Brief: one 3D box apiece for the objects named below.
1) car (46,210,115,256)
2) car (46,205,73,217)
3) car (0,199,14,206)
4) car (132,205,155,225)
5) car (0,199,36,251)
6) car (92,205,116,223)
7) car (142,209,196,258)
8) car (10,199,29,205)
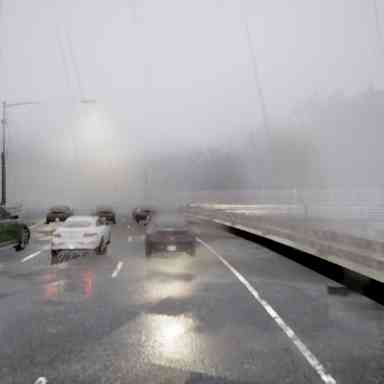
[{"bbox_3d":[-4.544,1.718,14.053,1.812,1.442,4.674,0,0,-7],"label":"car"},{"bbox_3d":[-11.024,1.896,27.972,1.837,1.490,4.892,0,0,-16],"label":"car"},{"bbox_3d":[-46.103,2.574,81.848,4.902,1.511,2.128,-1,-1,37],"label":"car"},{"bbox_3d":[-4.212,1.890,29.573,1.837,1.490,4.892,0,0,-16],"label":"car"},{"bbox_3d":[-7.798,1.402,11.939,2.150,2.045,5.566,0,0,-7],"label":"car"},{"bbox_3d":[-7.622,1.893,28.786,1.837,1.490,4.892,0,0,-16],"label":"car"},{"bbox_3d":[-0.976,1.681,13.697,1.837,1.490,4.892,0,0,-7],"label":"car"},{"bbox_3d":[-43.892,2.613,84.561,5.357,1.411,2.033,-1,-1,37],"label":"car"}]
